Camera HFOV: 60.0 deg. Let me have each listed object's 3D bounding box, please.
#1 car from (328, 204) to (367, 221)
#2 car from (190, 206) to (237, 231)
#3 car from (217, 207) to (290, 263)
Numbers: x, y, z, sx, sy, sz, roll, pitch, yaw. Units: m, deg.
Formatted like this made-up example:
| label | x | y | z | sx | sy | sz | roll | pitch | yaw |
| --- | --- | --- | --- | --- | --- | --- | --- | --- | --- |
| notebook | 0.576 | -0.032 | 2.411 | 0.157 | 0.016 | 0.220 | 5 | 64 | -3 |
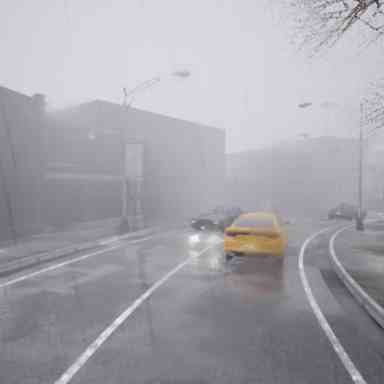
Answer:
| label | x | y | z | sx | sy | sz | roll | pitch | yaw |
| --- | --- | --- | --- | --- | --- | --- | --- | --- | --- |
| car | 13.724 | 1.755 | 29.208 | 4.181 | 1.385 | 1.994 | 1 | 0 | -43 |
| car | 1.870 | 1.546 | 20.215 | 2.033 | 1.411 | 5.357 | 1 | 0 | 28 |
| car | 2.534 | 1.505 | 12.386 | 1.882 | 1.535 | 5.008 | 1 | 0 | 18 |
